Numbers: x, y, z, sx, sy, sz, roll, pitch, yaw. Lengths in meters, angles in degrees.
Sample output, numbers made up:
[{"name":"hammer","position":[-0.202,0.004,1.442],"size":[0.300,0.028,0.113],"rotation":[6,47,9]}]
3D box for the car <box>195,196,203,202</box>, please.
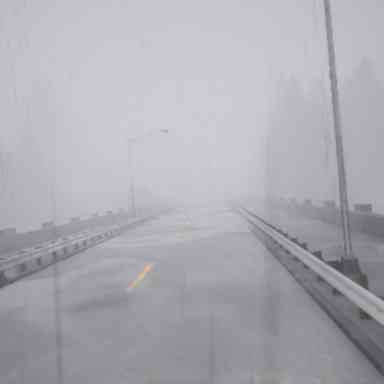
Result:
[{"name":"car","position":[1.858,1.824,86.483],"size":[2.033,1.411,5.357],"rotation":[-5,0,4]}]
